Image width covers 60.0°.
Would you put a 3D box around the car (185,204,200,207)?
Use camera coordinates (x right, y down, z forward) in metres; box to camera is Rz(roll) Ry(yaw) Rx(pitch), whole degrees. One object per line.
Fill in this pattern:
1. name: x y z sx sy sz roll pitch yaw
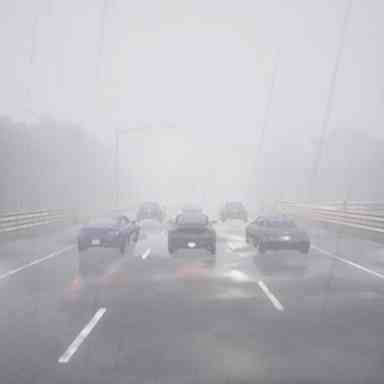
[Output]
1. car: 0.016 1.795 29.374 1.812 1.442 4.674 0 0 0

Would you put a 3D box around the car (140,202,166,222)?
1. car: -3.489 1.617 29.078 2.097 1.767 4.553 0 -1 0

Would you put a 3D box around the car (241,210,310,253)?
1. car: 3.511 1.700 14.343 1.994 1.385 4.181 0 0 0

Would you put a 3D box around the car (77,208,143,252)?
1. car: -3.489 1.662 14.398 1.812 1.442 4.674 0 0 0

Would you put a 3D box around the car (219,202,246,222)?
1. car: 3.512 1.618 29.082 2.097 1.767 4.553 0 -1 0

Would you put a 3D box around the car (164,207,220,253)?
1. car: 0.009 1.643 14.286 1.837 1.490 4.892 0 0 0
